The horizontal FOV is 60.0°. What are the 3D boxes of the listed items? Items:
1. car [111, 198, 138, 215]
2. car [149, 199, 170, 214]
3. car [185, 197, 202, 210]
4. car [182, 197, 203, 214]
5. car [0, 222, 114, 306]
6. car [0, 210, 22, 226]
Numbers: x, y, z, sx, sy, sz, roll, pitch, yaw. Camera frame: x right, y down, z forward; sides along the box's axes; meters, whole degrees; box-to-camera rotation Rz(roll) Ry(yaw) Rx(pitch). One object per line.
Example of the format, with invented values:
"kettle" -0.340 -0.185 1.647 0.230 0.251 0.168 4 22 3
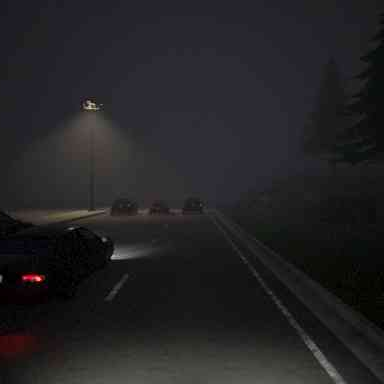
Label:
"car" -6.900 1.354 34.428 2.097 1.767 4.553 0 0 0
"car" -3.397 1.477 35.464 1.882 1.535 5.008 0 0 0
"car" 0.263 1.491 44.492 2.128 1.511 4.902 0 0 2
"car" 0.097 1.352 35.280 2.097 1.767 4.553 0 0 0
"car" -3.399 1.547 8.259 2.033 1.411 5.357 0 0 0
"car" -6.901 1.352 10.940 2.097 1.767 4.553 0 0 0
